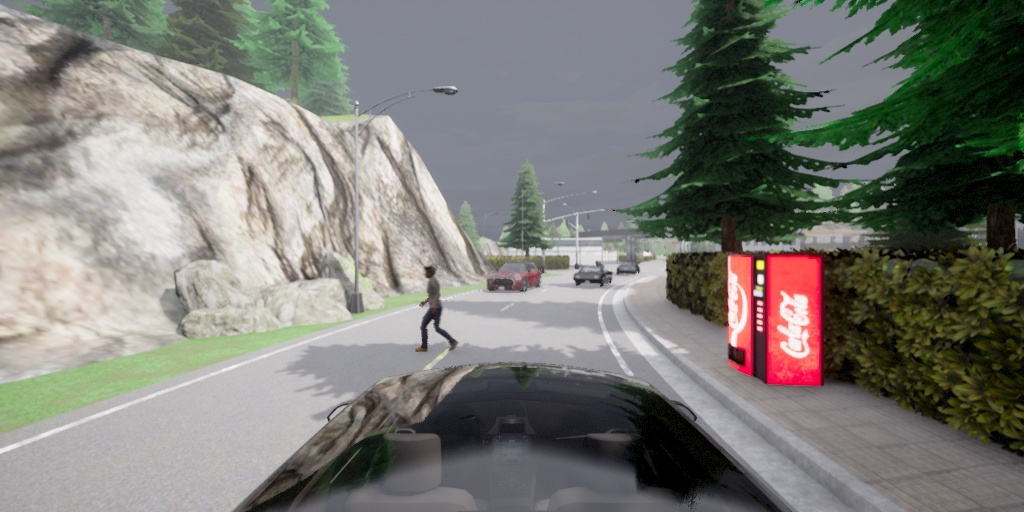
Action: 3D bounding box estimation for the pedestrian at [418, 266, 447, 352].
[{"bbox_3d":[-1.626,1.045,7.371,0.375,1.860,0.375,0,0,7],"label":"pedestrian"}]

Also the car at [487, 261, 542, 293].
[{"bbox_3d":[0.232,1.106,20.930,2.097,1.767,4.553,0,0,21],"label":"car"}]

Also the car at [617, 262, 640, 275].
[{"bbox_3d":[12.788,1.321,39.254,1.994,1.385,4.181,0,0,28],"label":"car"}]

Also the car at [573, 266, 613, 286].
[{"bbox_3d":[5.751,1.356,24.881,1.895,1.301,4.718,0,0,25],"label":"car"}]

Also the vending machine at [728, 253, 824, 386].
[{"bbox_3d":[4.091,0.946,5.666,1.100,2.100,0.880,0,0,6],"label":"vending machine"}]
